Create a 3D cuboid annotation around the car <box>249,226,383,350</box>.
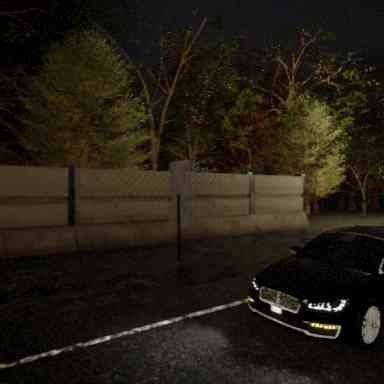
[{"bbox_3d":[3.203,1.456,6.257,4.892,1.490,1.837,0,2,-36],"label":"car"}]
